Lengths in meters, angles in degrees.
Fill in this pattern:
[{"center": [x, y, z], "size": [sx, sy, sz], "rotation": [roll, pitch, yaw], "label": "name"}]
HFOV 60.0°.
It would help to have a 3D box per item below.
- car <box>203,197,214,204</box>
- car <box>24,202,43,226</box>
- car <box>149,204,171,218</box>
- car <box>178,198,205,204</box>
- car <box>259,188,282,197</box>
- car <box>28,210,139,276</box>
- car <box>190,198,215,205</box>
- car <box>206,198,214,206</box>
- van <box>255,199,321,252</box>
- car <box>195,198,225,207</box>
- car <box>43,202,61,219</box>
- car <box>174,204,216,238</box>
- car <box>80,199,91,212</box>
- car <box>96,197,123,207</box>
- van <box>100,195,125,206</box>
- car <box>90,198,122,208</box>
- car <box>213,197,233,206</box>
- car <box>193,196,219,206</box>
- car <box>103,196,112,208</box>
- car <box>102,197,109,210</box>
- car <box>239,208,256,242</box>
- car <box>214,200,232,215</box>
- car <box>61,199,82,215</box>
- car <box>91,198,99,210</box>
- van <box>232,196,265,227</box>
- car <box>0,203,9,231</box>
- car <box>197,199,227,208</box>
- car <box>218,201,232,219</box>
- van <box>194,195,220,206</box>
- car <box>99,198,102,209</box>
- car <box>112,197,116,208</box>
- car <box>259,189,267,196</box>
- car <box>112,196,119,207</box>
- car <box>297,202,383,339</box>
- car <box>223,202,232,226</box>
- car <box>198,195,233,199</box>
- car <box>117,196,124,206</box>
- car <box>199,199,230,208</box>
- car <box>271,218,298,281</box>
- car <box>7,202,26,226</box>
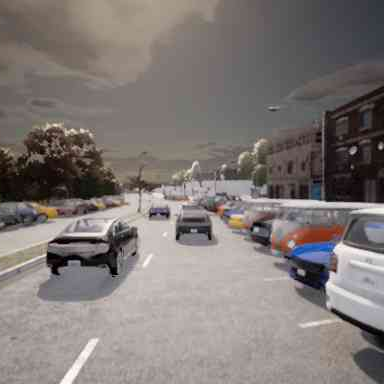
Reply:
[{"center": [4.285, 1.745, 41.375], "size": [5.008, 1.535, 2.097], "rotation": [1, 0, -23], "label": "car"}, {"center": [-13.477, 1.538, 23.878], "size": [4.553, 1.767, 2.185], "rotation": [-1, 0, -21], "label": "car"}, {"center": [-3.123, 1.816, 32.857], "size": [1.895, 1.301, 4.718], "rotation": [0, 0, -1], "label": "car"}, {"center": [-0.163, 1.713, 34.102], "size": [2.128, 1.511, 4.902], "rotation": [0, 0, -1], "label": "car"}, {"center": [19.888, 0.155, 84.192], "size": [2.435, 2.045, 5.566], "rotation": [-6, 4, -30], "label": "car"}, {"center": [-2.902, 1.561, 10.621], "size": [2.128, 1.511, 4.902], "rotation": [0, 0, 0], "label": "car"}, {"center": [2.304, 1.968, 71.476], "size": [4.792, 1.488, 2.163], "rotation": [1, -1, -26], "label": "car"}, {"center": [4.489, 1.708, 35.340], "size": [5.008, 1.535, 2.097], "rotation": [1, -1, -22], "label": "car"}, {"center": [4.656, 1.329, 11.163], "size": [4.442, 1.987, 1.878], "rotation": [1, 0, -20], "label": "van"}, {"center": [3.206, 1.859, 59.470], "size": [4.892, 1.521, 2.231], "rotation": [1, 0, -25], "label": "car"}, {"center": [-13.540, 1.684, 26.832], "size": [5.008, 1.535, 2.097], "rotation": [-1, 0, -21], "label": "car"}, {"center": [0.081, 1.624, 18.284], "size": [1.837, 1.490, 4.892], "rotation": [0, 0, 0], "label": "car"}, {"center": [-13.748, 1.774, 35.735], "size": [4.792, 1.488, 2.163], "rotation": [-1, -1, -22], "label": "car"}, {"center": [-15.375, 1.802, 62.330], "size": [4.553, 1.767, 2.185], "rotation": [-1, 0, -25], "label": "car"}, {"center": [-15.572, 1.721, 65.319], "size": [4.442, 1.987, 1.878], "rotation": [-1, -1, -25], "label": "van"}, {"center": [-15.323, 1.907, 59.289], "size": [5.366, 1.575, 1.946], "rotation": [-1, 0, -24], "label": "car"}, {"center": [4.615, 1.545, 29.296], "size": [4.553, 1.767, 2.185], "rotation": [1, -1, -21], "label": "car"}, {"center": [2.726, 1.770, 65.503], "size": [4.553, 1.767, 2.185], "rotation": [1, 0, -25], "label": "car"}, {"center": [-14.297, 1.700, 47.562], "size": [4.553, 1.767, 2.185], "rotation": [-1, 0, -23], "label": "car"}, {"center": [-14.331, 1.805, 44.519], "size": [5.366, 1.575, 1.946], "rotation": [-1, 0, -23], "label": "car"}, {"center": [4.786, 1.606, 14.231], "size": [4.792, 1.488, 2.163], "rotation": [1, -1, -20], "label": "car"}, {"center": [4.674, 1.653, 26.276], "size": [4.892, 1.521, 2.231], "rotation": [1, -1, -21], "label": "car"}, {"center": [-13.713, 1.754, 32.741], "size": [4.792, 1.488, 2.163], "rotation": [-1, 0, -21], "label": "car"}, {"center": [-13.880, 1.764, 38.677], "size": [5.008, 1.535, 2.097], "rotation": [-1, 0, -22], "label": "car"}, {"center": [4.648, 1.368, 17.188], "size": [4.442, 1.987, 1.878], "rotation": [1, 0, -20], "label": "van"}, {"center": [-13.281, 1.619, 17.999], "size": [5.366, 1.575, 1.946], "rotation": [-1, -1, -20], "label": "car"}, {"center": [3.418, 1.879, 56.459], "size": [4.674, 1.452, 2.002], "rotation": [1, -1, -24], "label": "car"}, {"center": [4.730, 1.634, 23.257], "size": [5.008, 1.535, 2.097], "rotation": [1, 0, -21], "label": "car"}, {"center": [2.855, 1.649, 62.431], "size": [4.442, 1.987, 1.878], "rotation": [1, 0, -25], "label": "van"}, {"center": [-14.047, 1.660, 41.629], "size": [4.553, 1.767, 2.185], "rotation": [-1, -1, -22], "label": "car"}, {"center": [-14.501, 1.886, 50.506], "size": [4.674, 1.452, 2.002], "rotation": [-1, 0, -23], "label": "car"}, {"center": [16.942, 0.732, 83.670], "size": [2.002, 1.452, 4.674], "rotation": [-6, 4, -30], "label": "car"}, {"center": [-14.702, 1.907, 53.460], "size": [4.674, 1.452, 2.002], "rotation": [-1, 0, -24], "label": "car"}, {"center": [4.786, 1.267, 5.208], "size": [5.566, 2.045, 2.435], "rotation": [1, -1, -20], "label": "car"}, {"center": [4.914, 1.614, 20.314], "size": [5.366, 1.575, 1.946], "rotation": [1, -1, -20], "label": "car"}, {"center": [4.123, 1.512, 44.380], "size": [5.566, 2.045, 2.435], "rotation": [1, 0, -23], "label": "car"}, {"center": [-14.755, 1.882, 56.495], "size": [5.366, 1.575, 1.946], "rotation": [-1, -1, -24], "label": "car"}, {"center": [3.632, 1.860, 53.442], "size": [4.674, 1.452, 2.002], "rotation": [1, 0, -24], "label": "car"}, {"center": [4.763, 1.537, 8.198], "size": [5.008, 1.535, 2.097], "rotation": [1, 0, -20], "label": "car"}, {"center": [-13.467, 1.645, 20.899], "size": [4.892, 1.521, 2.231], "rotation": [-1, 0, -20], "label": "car"}]
